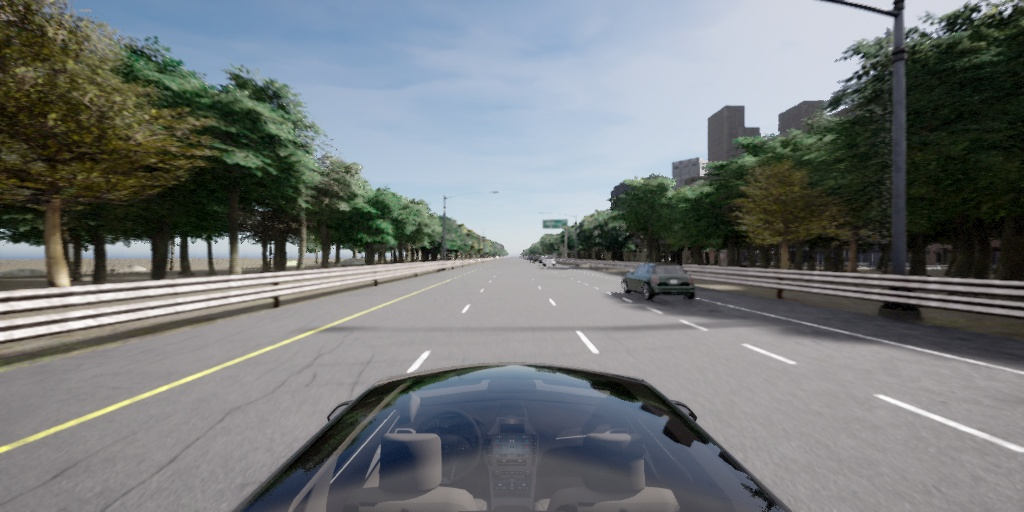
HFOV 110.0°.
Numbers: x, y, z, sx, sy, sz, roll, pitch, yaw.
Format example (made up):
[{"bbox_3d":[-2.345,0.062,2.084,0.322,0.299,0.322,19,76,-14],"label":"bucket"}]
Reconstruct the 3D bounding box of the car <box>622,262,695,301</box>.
[{"bbox_3d":[7.007,1.113,17.661,2.097,1.767,4.553,0,0,0],"label":"car"}]
